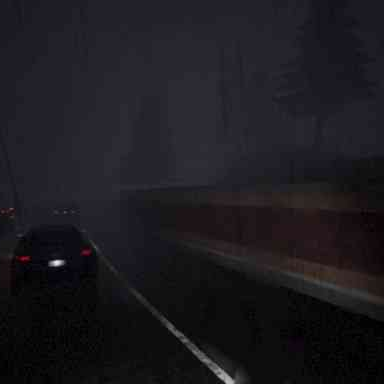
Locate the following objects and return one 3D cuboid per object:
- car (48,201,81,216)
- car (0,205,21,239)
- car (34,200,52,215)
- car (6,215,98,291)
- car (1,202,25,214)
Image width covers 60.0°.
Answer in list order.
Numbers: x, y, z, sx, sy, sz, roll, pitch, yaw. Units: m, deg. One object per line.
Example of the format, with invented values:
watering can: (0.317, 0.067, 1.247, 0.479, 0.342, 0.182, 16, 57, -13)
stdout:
car: (-10.610, 1.652, 28.504, 2.033, 1.411, 5.357, -1, 0, -15)
car: (-11.091, 1.718, 18.120, 2.033, 1.411, 5.357, -1, 0, -18)
car: (-16.013, 1.668, 36.771, 1.882, 1.535, 5.008, -2, 1, -11)
car: (-3.900, 1.607, 9.438, 1.994, 1.385, 4.181, -2, 0, -24)
car: (-19.293, 1.802, 35.365, 1.812, 1.442, 4.674, -1, 0, -12)
